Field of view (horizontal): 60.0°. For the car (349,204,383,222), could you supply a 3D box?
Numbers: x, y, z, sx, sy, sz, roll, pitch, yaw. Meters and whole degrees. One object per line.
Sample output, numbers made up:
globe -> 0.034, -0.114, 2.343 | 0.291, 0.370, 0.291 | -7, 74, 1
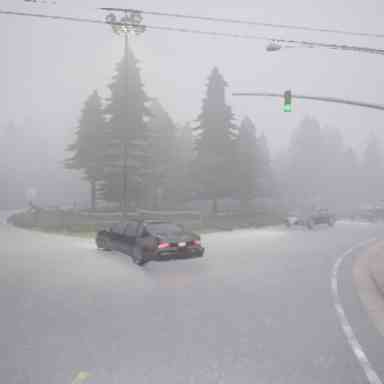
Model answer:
car -> 15.867, 1.828, 29.777 | 4.674, 1.442, 1.812 | 1, 0, -40

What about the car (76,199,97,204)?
car -> -16.240, 1.790, 51.530 | 1.994, 1.385, 4.181 | 0, 0, 13

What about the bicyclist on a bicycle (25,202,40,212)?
bicyclist on a bicycle -> -11.610, 1.545, 24.251 | 1.656, 1.620, 0.582 | 0, 0, -34

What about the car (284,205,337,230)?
car -> 8.293, 1.697, 23.182 | 4.902, 1.511, 2.128 | 1, 0, -42

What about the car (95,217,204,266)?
car -> -1.770, 1.626, 12.052 | 2.033, 1.411, 5.357 | 1, -1, -36
